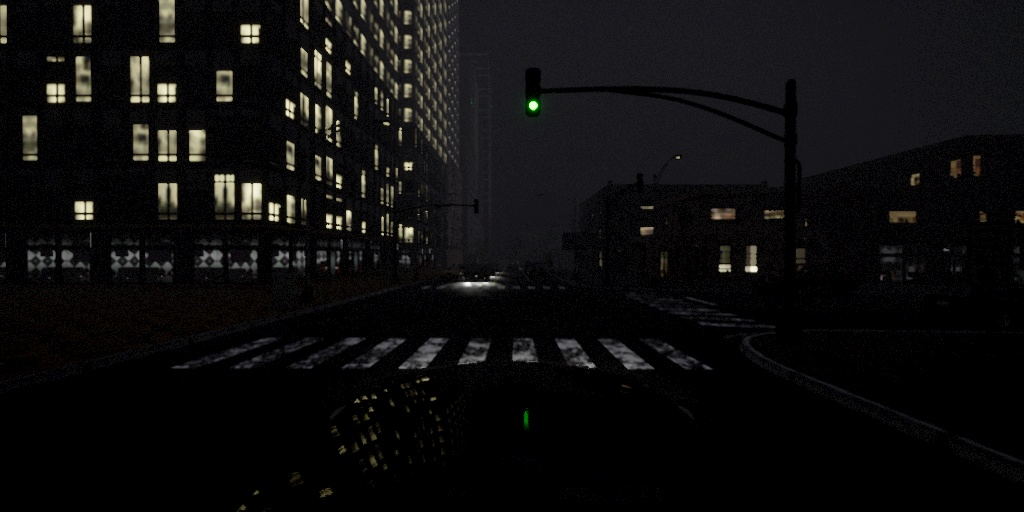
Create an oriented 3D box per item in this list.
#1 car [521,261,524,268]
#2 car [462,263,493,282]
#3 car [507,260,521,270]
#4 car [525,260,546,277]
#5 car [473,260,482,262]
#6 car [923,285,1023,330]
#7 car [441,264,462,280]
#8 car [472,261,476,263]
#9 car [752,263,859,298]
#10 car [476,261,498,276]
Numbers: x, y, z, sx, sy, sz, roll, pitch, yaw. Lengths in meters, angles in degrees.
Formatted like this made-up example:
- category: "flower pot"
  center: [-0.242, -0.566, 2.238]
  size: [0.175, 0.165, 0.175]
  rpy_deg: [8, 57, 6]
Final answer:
- category: "car"
  center: [2.788, 1.458, 51.894]
  size: [2.192, 1.841, 5.009]
  rpy_deg: [0, 0, 0]
- category: "car"
  center: [-3.042, 1.554, 32.444]
  size: [1.994, 1.385, 4.181]
  rpy_deg: [0, 0, 0]
- category: "car"
  center: [0.121, 1.795, 63.113]
  size: [1.994, 1.385, 4.181]
  rpy_deg: [0, 0, 0]
- category: "car"
  center: [2.765, 1.494, 40.606]
  size: [1.967, 1.591, 4.097]
  rpy_deg: [0, 0, 0]
- category: "car"
  center: [-5.560, 1.709, 51.966]
  size: [1.948, 1.339, 4.313]
  rpy_deg: [0, 0, 0]
- category: "car"
  center: [16.430, 1.632, 11.917]
  size: [4.313, 1.339, 1.948]
  rpy_deg: [0, 0, 1]
- category: "car"
  center: [-5.764, 1.535, 34.864]
  size: [1.751, 1.417, 4.829]
  rpy_deg: [0, 0, 0]
- category: "car"
  center: [-5.582, 1.620, 40.677]
  size: [1.948, 1.339, 4.313]
  rpy_deg: [0, 0, 0]
- category: "car"
  center: [16.553, 1.317, 20.296]
  size: [5.009, 1.841, 2.192]
  rpy_deg: [0, 0, 1]
- category: "car"
  center: [-3.019, 1.631, 42.297]
  size: [1.994, 1.385, 4.181]
  rpy_deg: [0, 0, 0]
